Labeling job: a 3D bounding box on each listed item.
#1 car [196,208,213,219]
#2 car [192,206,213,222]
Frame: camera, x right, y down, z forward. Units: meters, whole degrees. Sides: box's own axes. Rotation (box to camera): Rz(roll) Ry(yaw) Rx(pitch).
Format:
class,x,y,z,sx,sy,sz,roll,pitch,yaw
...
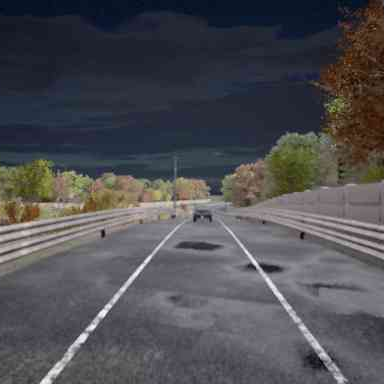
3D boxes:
class,x,y,z,sx,sy,sz,roll,pitch,yaw
car,1.792,2.970,45.638,2.033,1.411,5.357,0,-4,5
car,1.089,2.193,33.600,1.837,1.490,4.892,0,-3,3
